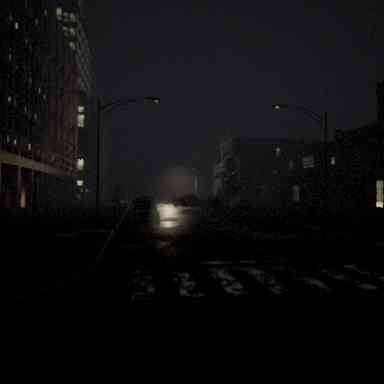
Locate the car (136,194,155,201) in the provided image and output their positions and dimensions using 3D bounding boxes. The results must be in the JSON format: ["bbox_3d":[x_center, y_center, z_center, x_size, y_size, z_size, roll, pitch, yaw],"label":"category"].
[{"bbox_3d":[-4.044,1.312,28.707,2.192,1.841,5.009,1,0,-9],"label":"car"}]

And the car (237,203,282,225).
[{"bbox_3d":[5.095,1.601,24.769,1.752,1.417,4.829,1,0,-9],"label":"car"}]

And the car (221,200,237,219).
[{"bbox_3d":[4.222,1.661,30.065,1.802,1.307,4.206,1,0,-9],"label":"car"}]

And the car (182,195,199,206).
[{"bbox_3d":[-0.272,1.423,57.384,2.192,1.841,5.009,1,0,-9],"label":"car"}]

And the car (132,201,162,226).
[{"bbox_3d":[-3.147,1.543,23.243,2.008,1.369,4.403,1,0,-9],"label":"car"}]

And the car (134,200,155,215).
[{"bbox_3d":[-4.946,1.552,34.170,2.008,1.369,4.403,1,0,-9],"label":"car"}]

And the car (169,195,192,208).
[{"bbox_3d":[-1.778,1.622,50.577,2.033,1.411,5.357,1,0,-10],"label":"car"}]

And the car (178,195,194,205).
[{"bbox_3d":[-1.172,1.430,62.847,2.192,1.841,5.009,1,0,-9],"label":"car"}]

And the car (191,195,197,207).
[{"bbox_3d":[0.597,1.627,52.087,1.752,1.417,4.829,1,0,-9],"label":"car"}]

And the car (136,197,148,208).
[{"bbox_3d":[-7.617,1.543,50.393,1.752,1.417,4.829,1,0,-9],"label":"car"}]

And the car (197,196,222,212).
[{"bbox_3d":[2.426,1.404,40.993,2.192,1.841,5.009,1,0,-9],"label":"car"}]

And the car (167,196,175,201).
[{"bbox_3d":[-5.673,1.738,90.163,1.802,1.307,4.206,1,0,-9],"label":"car"}]

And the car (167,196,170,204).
[{"bbox_3d":[-3.506,1.592,61.063,1.837,1.490,4.892,1,0,-9],"label":"car"}]

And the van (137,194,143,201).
[{"bbox_3d":[-13.939,1.415,88.805,1.690,1.788,3.998,1,0,-9],"label":"van"}]

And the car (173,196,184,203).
[{"bbox_3d":[-2.974,1.696,73.773,1.947,1.339,4.313,1,0,-9],"label":"car"}]

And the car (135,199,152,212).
[{"bbox_3d":[-5.846,1.551,39.633,1.887,1.381,4.507,1,0,-9],"label":"car"}]
